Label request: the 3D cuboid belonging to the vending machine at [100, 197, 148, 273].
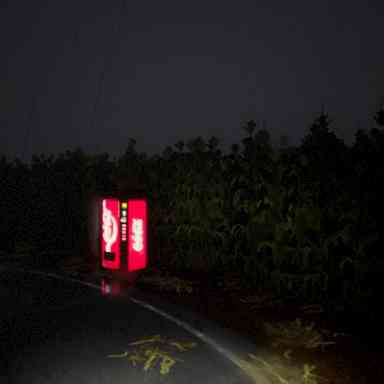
[{"bbox_3d":[-2.017,1.195,9.923,0.880,2.100,1.100,0,0,35],"label":"vending machine"}]
